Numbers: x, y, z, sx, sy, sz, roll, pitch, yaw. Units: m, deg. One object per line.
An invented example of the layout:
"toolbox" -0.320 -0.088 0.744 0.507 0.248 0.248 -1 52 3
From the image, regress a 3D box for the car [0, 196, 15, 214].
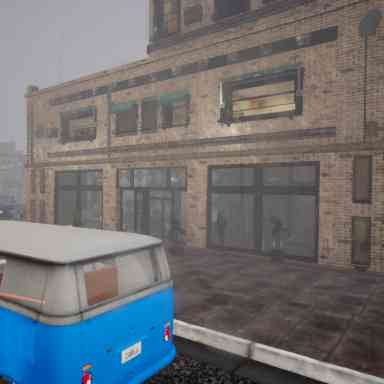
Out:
"car" -22.045 1.411 35.538 2.192 1.841 5.009 0 0 36

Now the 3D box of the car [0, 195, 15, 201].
"car" -20.505 1.349 33.244 2.150 2.045 5.566 1 0 36

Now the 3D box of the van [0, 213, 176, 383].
"van" -2.102 1.340 4.348 3.998 1.788 1.690 0 1 35

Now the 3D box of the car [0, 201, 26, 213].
"car" -15.283 1.793 30.593 1.947 1.339 4.313 0 0 36
